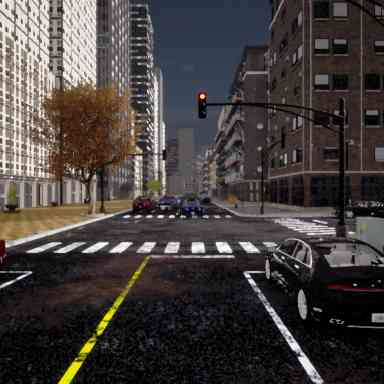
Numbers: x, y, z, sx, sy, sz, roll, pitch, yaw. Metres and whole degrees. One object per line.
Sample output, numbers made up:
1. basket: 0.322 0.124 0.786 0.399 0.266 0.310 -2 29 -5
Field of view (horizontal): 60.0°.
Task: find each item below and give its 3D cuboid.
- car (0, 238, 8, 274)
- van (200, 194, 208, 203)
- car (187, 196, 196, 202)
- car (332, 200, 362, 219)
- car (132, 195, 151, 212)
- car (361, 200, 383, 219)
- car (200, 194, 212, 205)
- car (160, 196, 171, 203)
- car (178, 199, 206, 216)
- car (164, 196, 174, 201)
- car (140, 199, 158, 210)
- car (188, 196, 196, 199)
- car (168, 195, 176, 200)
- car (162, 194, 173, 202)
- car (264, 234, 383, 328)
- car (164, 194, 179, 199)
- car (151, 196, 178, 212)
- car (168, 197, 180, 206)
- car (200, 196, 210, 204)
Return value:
1. car: -5.697 1.545 6.900 1.887 1.381 4.507 0 0 0
2. van: 2.645 1.402 72.430 1.690 1.788 3.998 0 0 0
3. car: -0.047 1.625 78.899 1.994 1.385 4.181 0 0 0
4. car: 13.409 1.350 26.316 4.403 1.369 2.008 -1 1 -1
5. car: -5.717 1.336 39.288 2.192 1.841 5.009 0 0 0
6. car: 14.866 1.342 23.752 4.181 1.385 1.994 -1 0 -1
7. car: 2.652 1.611 61.384 1.947 1.339 4.313 0 0 0
8. car: -5.736 1.627 72.425 1.947 1.339 4.313 0 0 0
9. car: -0.088 1.616 32.682 1.895 1.301 4.718 0 0 -5
10. car: -5.742 1.632 83.471 2.008 1.369 4.403 0 0 0
11. car: -5.719 1.592 44.811 1.947 1.339 4.313 0 0 0
12. car: 0.065 1.619 68.895 1.994 1.385 4.181 0 0 -1
13. car: -5.749 1.654 94.516 2.008 1.369 4.403 0 0 0
14. car: -5.739 1.386 77.947 2.192 1.841 5.009 0 0 0
15. car: 2.683 1.552 6.904 2.008 1.369 4.403 0 0 0
16. car: -3.125 1.382 48.345 2.097 1.767 4.553 0 0 0
17. car: -3.124 1.512 38.466 2.128 1.511 4.902 0 0 0
18. car: -3.116 1.642 58.416 1.895 1.301 4.718 0 0 0
19. car: 2.649 1.578 67.076 1.752 1.417 4.829 0 0 0
